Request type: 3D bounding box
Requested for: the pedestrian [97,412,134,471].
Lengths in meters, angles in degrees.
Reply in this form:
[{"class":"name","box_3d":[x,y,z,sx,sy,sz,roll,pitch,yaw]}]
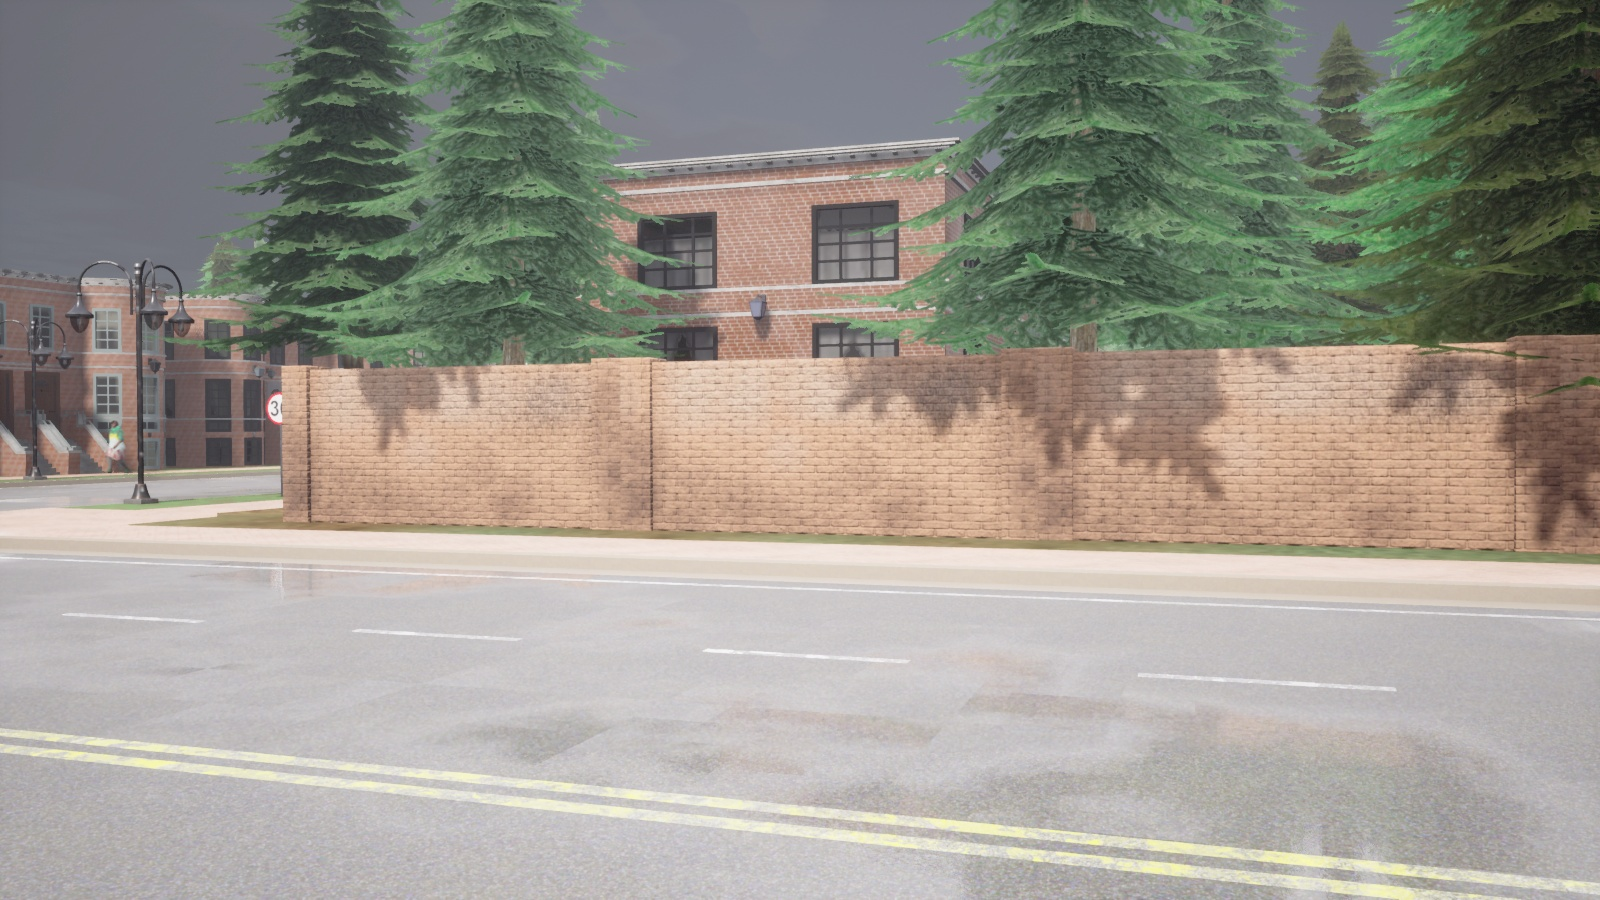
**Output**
[{"class":"pedestrian","box_3d":[-22.938,-0.306,42.094,0.659,1.952,0.873,1,1,20]}]
